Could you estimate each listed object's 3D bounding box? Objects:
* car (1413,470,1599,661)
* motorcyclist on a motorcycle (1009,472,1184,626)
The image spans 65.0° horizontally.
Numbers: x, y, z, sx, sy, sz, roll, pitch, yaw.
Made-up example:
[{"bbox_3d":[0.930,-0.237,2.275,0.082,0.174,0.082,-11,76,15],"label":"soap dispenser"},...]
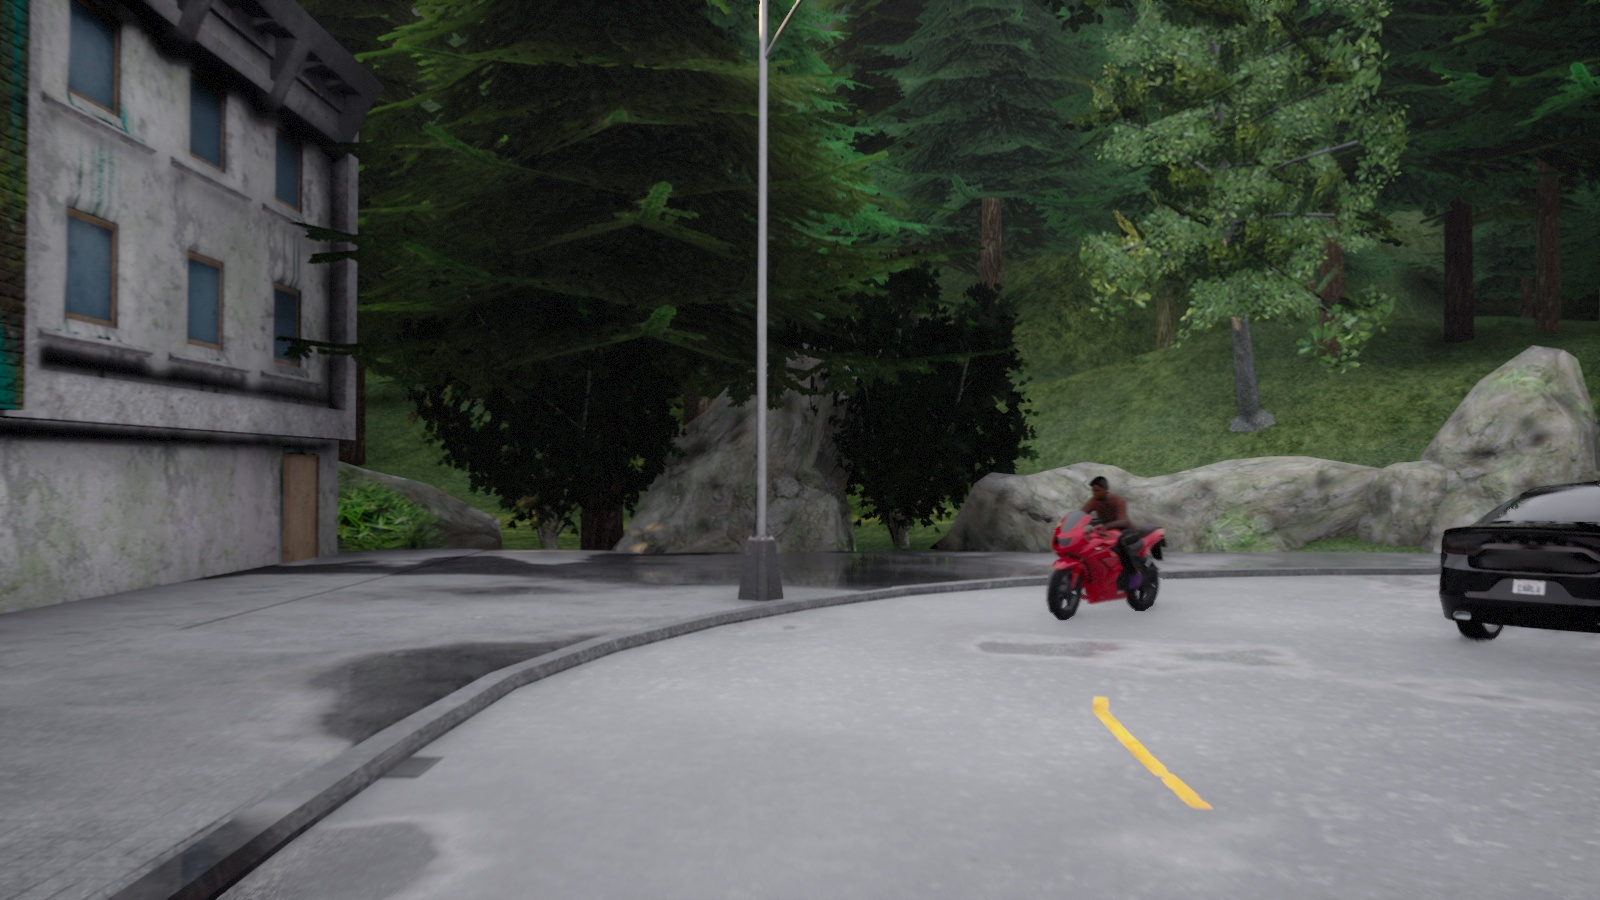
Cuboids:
[{"bbox_3d":[8.082,0.964,12.125,5.008,1.535,1.882,1,-2,-38],"label":"car"},{"bbox_3d":[3.240,1.014,13.616,2.044,1.523,0.797,1,0,-41],"label":"motorcyclist on a motorcycle"}]
